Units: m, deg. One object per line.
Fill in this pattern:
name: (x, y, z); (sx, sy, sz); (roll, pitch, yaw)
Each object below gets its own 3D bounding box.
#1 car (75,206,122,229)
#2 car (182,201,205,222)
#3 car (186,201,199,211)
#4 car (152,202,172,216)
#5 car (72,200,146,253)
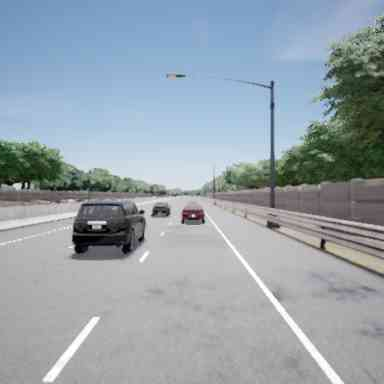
car: (-6.901, 1.811, 25.186); (2.033, 1.411, 5.357); (0, -1, 0)
car: (0.099, 1.787, 29.387); (1.882, 1.535, 5.008); (0, 0, 0)
car: (0.102, 2.066, 50.352); (1.812, 1.442, 4.674); (0, -1, 0)
car: (-3.402, 1.907, 37.724); (1.837, 1.490, 4.892); (0, 0, 0)
car: (-3.400, 1.373, 14.564); (2.150, 2.045, 5.566); (0, 0, 0)
